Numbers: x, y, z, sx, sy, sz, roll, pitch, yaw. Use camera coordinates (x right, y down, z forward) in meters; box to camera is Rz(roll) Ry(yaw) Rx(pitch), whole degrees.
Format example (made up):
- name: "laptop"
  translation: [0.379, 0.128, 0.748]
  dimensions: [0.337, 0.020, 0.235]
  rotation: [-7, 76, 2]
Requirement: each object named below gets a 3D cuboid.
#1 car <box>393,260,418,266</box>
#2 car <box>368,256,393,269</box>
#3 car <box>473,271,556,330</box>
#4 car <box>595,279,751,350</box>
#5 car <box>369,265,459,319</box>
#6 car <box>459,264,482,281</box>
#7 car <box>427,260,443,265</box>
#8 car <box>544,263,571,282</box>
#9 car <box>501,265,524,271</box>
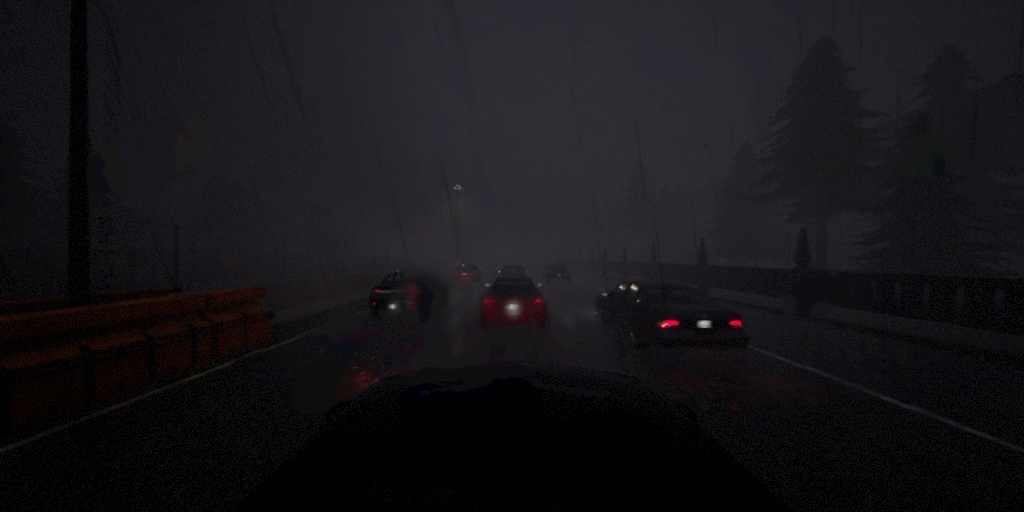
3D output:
- name: "car"
  translation: [-14.215, 1.325, 49.243]
  dimensions: [2.033, 1.411, 5.357]
  rotation: [0, 0, -2]
- name: "car"
  translation: [-17.724, 1.001, 48.963]
  dimensions: [2.150, 2.045, 5.566]
  rotation: [0, 0, -2]
- name: "car"
  translation: [0.065, 1.317, 11.197]
  dimensions: [1.994, 1.385, 4.181]
  rotation: [0, 0, 0]
- name: "car"
  translation: [3.544, 1.302, 9.085]
  dimensions: [2.033, 1.411, 5.357]
  rotation: [0, 0, 1]
- name: "car"
  translation: [-3.426, 1.249, 12.796]
  dimensions: [2.128, 1.511, 4.902]
  rotation: [0, 0, 0]
- name: "car"
  translation: [-3.415, 1.329, 28.351]
  dimensions: [1.994, 1.385, 4.181]
  rotation: [0, 0, 0]
- name: "car"
  translation: [-10.852, 1.271, 50.660]
  dimensions: [2.128, 1.511, 4.902]
  rotation: [0, 0, -3]
- name: "car"
  translation: [3.589, 1.290, 28.801]
  dimensions: [1.812, 1.442, 4.674]
  rotation: [0, 0, 0]
- name: "car"
  translation: [0.053, 1.310, 24.064]
  dimensions: [2.033, 1.411, 5.357]
  rotation: [0, 0, 1]
